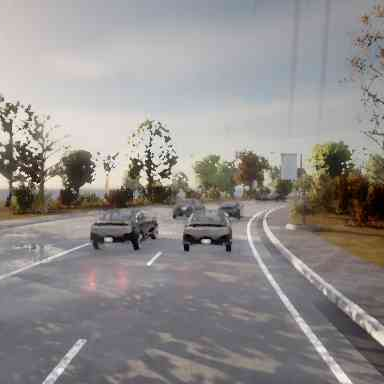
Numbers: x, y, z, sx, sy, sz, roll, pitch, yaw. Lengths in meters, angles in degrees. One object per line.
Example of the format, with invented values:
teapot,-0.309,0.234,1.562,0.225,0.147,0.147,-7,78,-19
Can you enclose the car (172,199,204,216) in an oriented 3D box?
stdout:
car,-0.131,1.358,28.808,2.097,1.767,4.553,0,0,14

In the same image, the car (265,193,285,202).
car,19.374,1.196,75.832,2.150,2.045,5.566,0,0,39

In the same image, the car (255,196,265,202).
car,16.705,1.543,78.099,1.895,1.301,4.718,0,0,39

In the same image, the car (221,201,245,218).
car,3.275,1.514,28.002,1.837,1.490,4.892,0,0,14

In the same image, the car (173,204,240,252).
car,0.756,1.491,13.909,2.128,1.511,4.902,0,0,6

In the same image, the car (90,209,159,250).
car,-2.722,1.488,14.302,2.128,1.511,4.902,0,0,6
